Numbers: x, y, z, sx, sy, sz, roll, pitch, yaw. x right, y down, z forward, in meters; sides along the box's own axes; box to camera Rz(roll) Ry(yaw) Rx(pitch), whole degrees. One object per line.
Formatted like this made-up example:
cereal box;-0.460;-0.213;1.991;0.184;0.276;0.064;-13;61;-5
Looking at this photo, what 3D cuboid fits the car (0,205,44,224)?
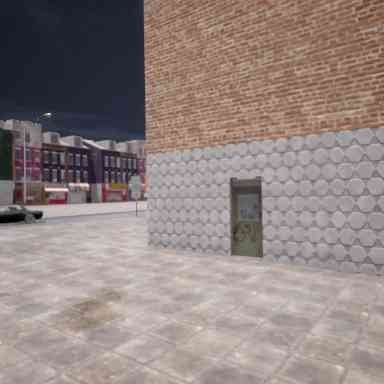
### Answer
car;-12.446;1.550;21.866;1.895;1.301;4.718;-2;0;35
